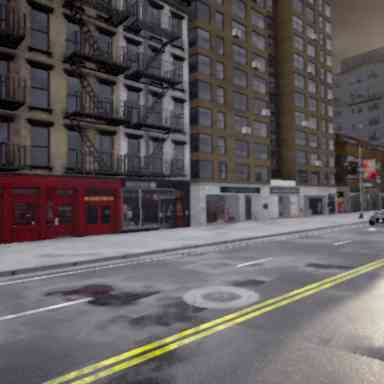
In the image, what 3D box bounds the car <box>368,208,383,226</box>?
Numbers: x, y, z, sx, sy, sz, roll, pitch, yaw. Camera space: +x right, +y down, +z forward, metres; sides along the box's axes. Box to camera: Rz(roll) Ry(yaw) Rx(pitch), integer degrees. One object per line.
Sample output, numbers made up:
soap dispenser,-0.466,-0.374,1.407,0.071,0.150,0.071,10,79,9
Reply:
car,15.755,2.006,26.540,4.181,1.385,1.994,0,-2,-42
